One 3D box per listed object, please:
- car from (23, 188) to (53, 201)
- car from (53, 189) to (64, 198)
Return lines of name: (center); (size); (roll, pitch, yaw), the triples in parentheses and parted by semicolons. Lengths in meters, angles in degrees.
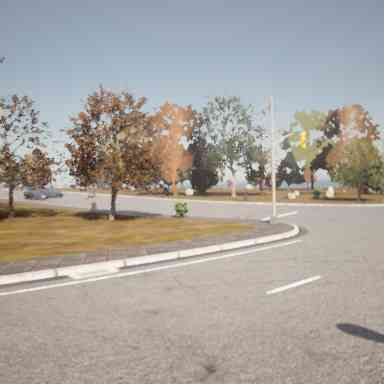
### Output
car: (-21.611, 0.376, 45.981); (4.674, 1.442, 1.812); (3, 4, 39)
car: (-21.513, 0.175, 50.417); (5.357, 1.411, 2.033); (3, 4, 39)
